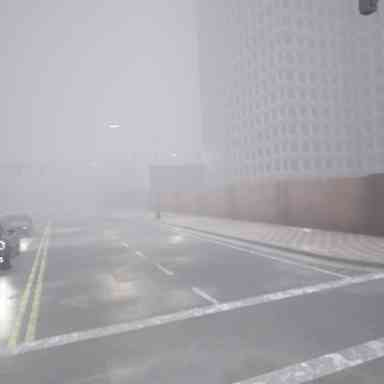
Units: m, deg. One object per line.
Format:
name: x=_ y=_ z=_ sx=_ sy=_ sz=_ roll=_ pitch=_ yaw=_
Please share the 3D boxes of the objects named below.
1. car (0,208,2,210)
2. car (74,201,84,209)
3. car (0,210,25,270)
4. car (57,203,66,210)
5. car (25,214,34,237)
car: x=-19.891 y=2.426 z=33.206 sx=2.097 sy=1.767 sz=4.553 roll=-3 pitch=0 yaw=-22
car: x=-24.898 y=2.813 z=73.073 sx=2.128 sy=1.511 sz=4.902 roll=-3 pitch=0 yaw=-22
car: x=-7.480 y=1.756 z=11.916 sx=2.097 sy=1.767 sz=4.553 roll=-3 pitch=0 yaw=-22
car: x=-28.130 y=3.000 z=71.743 sx=2.033 sy=1.411 sz=5.357 roll=-3 pitch=0 yaw=-22
car: x=-11.717 y=2.182 z=22.291 sx=2.033 sy=1.411 sz=5.357 roll=-3 pitch=0 yaw=-22
